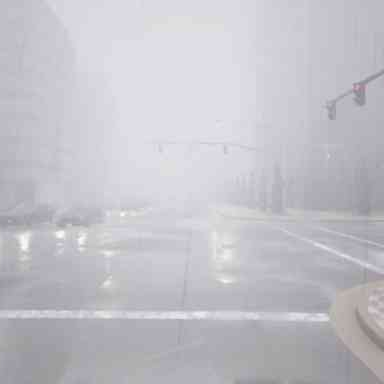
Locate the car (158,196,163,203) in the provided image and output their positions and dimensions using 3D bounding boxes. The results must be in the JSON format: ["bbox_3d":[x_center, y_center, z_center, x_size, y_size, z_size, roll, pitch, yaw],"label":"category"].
[{"bbox_3d":[-6.915,1.512,66.668,1.812,1.442,4.674,0,0,1],"label":"car"}]

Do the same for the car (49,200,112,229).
[{"bbox_3d":[-7.068,1.502,21.799,2.033,1.411,5.357,0,0,0],"label":"car"}]

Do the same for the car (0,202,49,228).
[{"bbox_3d":[-10.566,1.434,21.829,1.882,1.535,5.008,0,0,0],"label":"car"}]

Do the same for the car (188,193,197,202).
[{"bbox_3d":[0.120,1.185,76.322,2.150,2.045,5.566,0,0,0],"label":"car"}]

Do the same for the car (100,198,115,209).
[{"bbox_3d":[-10.532,1.496,40.955,1.837,1.490,4.892,0,0,0],"label":"car"}]

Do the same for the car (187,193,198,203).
[{"bbox_3d":[0.104,1.533,66.222,2.033,1.411,5.357,0,0,0],"label":"car"}]

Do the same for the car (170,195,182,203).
[{"bbox_3d":[-3.395,1.491,66.797,1.837,1.490,4.892,0,0,0],"label":"car"}]

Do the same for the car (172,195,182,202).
[{"bbox_3d":[-3.380,1.478,76.124,2.128,1.511,4.902,0,0,0],"label":"car"}]

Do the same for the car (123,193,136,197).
[{"bbox_3d":[-10.492,1.210,57.021,2.150,2.045,5.566,0,0,0],"label":"car"}]

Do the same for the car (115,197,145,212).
[{"bbox_3d":[-7.036,1.557,38.091,1.994,1.385,4.181,0,0,0],"label":"car"}]

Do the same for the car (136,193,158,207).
[{"bbox_3d":[-7.007,1.341,52.254,2.097,1.767,4.553,0,0,0],"label":"car"}]
